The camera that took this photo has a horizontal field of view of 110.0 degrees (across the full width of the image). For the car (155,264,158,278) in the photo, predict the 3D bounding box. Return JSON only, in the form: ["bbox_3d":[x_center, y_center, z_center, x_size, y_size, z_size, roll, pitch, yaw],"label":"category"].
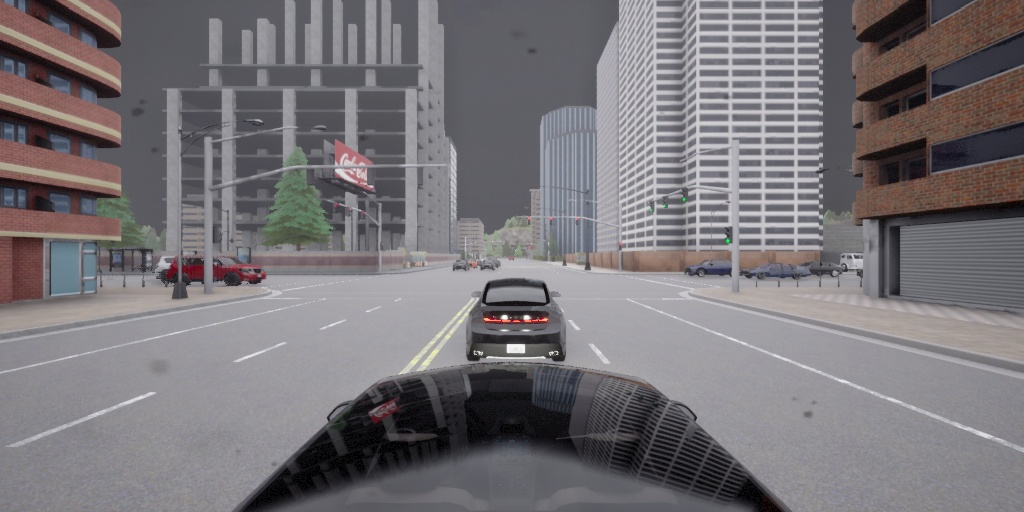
[{"bbox_3d":[-23.920,0.972,27.475,5.566,2.045,2.150,0,0,0],"label":"car"}]

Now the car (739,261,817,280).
[{"bbox_3d":[22.804,1.297,31.202,5.357,1.411,2.033,0,0,0],"label":"car"}]

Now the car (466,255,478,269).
[{"bbox_3d":[-6.812,1.102,57.973,2.097,1.767,4.553,0,0,0],"label":"car"}]

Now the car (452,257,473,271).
[{"bbox_3d":[-6.869,1.255,48.767,1.837,1.490,4.892,0,0,0],"label":"car"}]

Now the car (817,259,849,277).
[{"bbox_3d":[29.064,1.255,34.695,4.892,1.490,1.837,0,0,0],"label":"car"}]

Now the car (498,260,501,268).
[{"bbox_3d":[-3.295,1.102,60.422,2.097,1.767,4.553,0,0,0],"label":"car"}]

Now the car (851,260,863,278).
[{"bbox_3d":[32.716,1.314,31.192,4.181,1.385,1.994,0,0,0],"label":"car"}]

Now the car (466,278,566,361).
[{"bbox_3d":[0.093,1.255,8.235,1.837,1.490,4.892,0,0,1],"label":"car"}]

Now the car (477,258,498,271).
[{"bbox_3d":[-3.360,1.255,50.297,1.837,1.490,4.892,0,0,0],"label":"car"}]

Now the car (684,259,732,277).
[{"bbox_3d":[19.214,1.102,34.700,4.553,1.767,2.097,0,0,0],"label":"car"}]

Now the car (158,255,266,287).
[{"bbox_3d":[-19.659,0.972,23.979,5.566,2.045,2.150,0,0,0],"label":"car"}]
